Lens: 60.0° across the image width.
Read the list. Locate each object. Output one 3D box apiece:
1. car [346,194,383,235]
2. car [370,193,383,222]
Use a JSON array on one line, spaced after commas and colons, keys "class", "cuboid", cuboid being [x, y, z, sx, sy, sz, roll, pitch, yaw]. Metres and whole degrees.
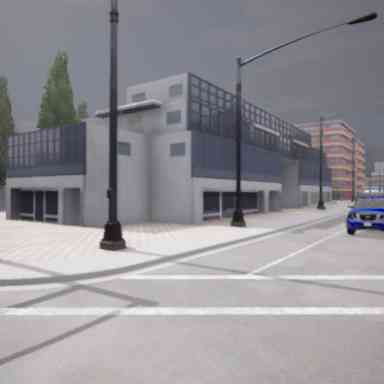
[{"class": "car", "cuboid": [10.149, 1.244, 18.470, 2.150, 2.045, 5.566, 0, 0, 35]}, {"class": "car", "cuboid": [16.095, 1.190, 26.941, 2.150, 2.045, 5.566, 0, 1, 36]}]
